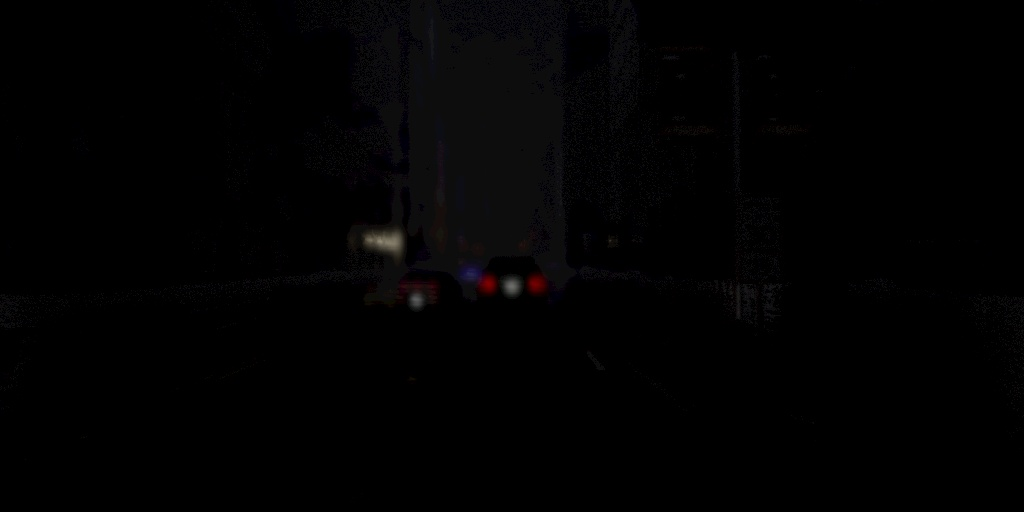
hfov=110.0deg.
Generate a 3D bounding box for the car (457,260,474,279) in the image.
[{"bbox_3d":[-3.203,1.343,30.733,1.882,1.535,5.008,0,0,1],"label":"car"}]

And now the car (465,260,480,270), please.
[{"bbox_3d":[-6.559,1.456,60.267,1.882,1.535,5.008,0,0,1],"label":"car"}]

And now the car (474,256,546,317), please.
[{"bbox_3d":[0.027,1.019,13.495,2.150,2.045,5.566,0,0,0],"label":"car"}]

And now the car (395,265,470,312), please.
[{"bbox_3d":[-3.211,1.292,14.573,2.128,1.511,4.902,0,0,0],"label":"car"}]

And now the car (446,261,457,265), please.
[{"bbox_3d":[-9.799,1.524,59.969,2.033,1.411,5.357,0,0,1],"label":"car"}]
